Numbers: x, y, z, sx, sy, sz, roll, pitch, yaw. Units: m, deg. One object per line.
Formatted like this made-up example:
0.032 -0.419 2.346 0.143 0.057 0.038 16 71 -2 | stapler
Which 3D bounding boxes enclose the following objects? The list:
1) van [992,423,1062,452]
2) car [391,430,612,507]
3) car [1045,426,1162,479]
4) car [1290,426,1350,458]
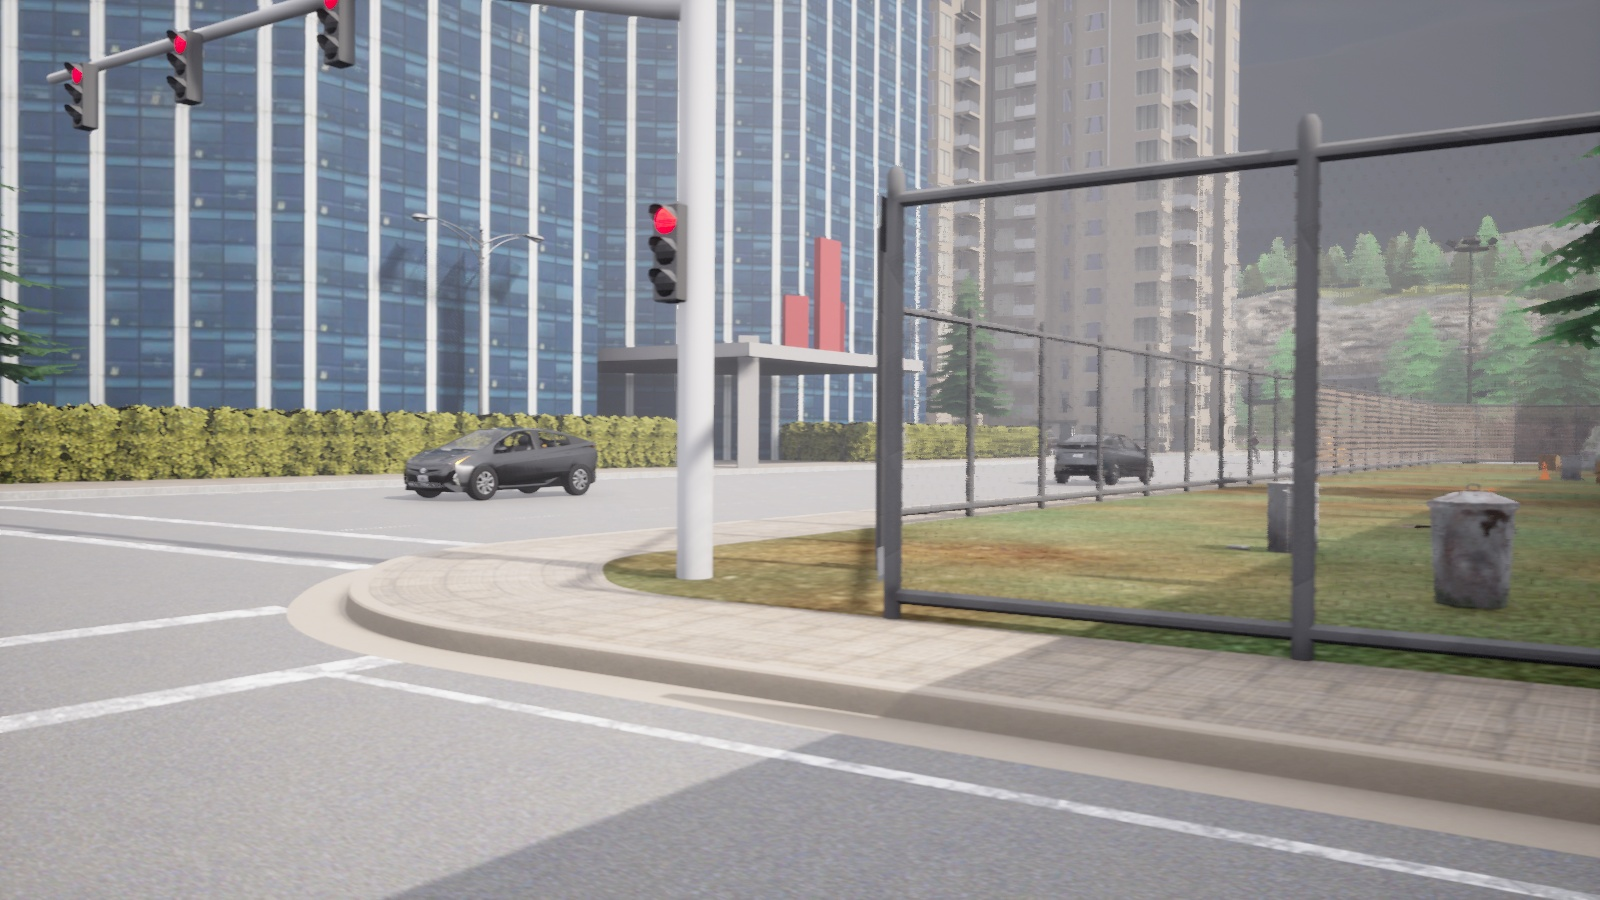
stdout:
16.377 -0.868 90.513 4.480 2.038 2.069 0 1 34 | van
-6.386 0.341 27.391 2.007 1.525 4.514 0 1 34 | car
9.300 0.039 38.239 2.007 1.525 4.514 0 1 34 | car
26.504 -0.437 63.938 1.882 1.535 5.008 0 1 34 | car
